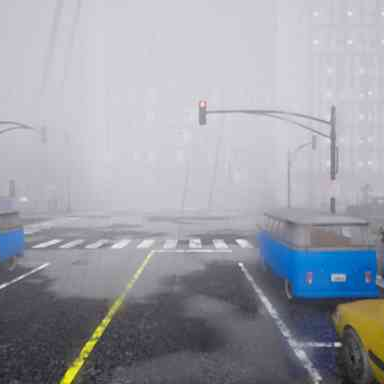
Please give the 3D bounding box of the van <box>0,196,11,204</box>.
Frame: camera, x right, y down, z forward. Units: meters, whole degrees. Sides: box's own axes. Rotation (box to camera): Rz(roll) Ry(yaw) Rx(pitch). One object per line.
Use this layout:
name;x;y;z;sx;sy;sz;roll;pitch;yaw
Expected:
van;-17.119;1.186;27.494;3.998;1.788;1.690;0;1;0

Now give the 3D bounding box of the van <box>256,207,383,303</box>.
van;2.687;1.335;7.947;1.690;1.788;3.998;-1;0;0

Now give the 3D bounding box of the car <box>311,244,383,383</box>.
car;2.683;1.523;2.516;1.752;1.417;4.829;-1;0;0

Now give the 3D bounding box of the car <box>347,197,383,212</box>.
car;15.270;1.324;27.263;5.009;1.841;2.192;0;1;0

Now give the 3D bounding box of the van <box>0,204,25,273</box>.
van;-5.694;1.335;7.986;1.690;1.788;3.998;-1;0;0
